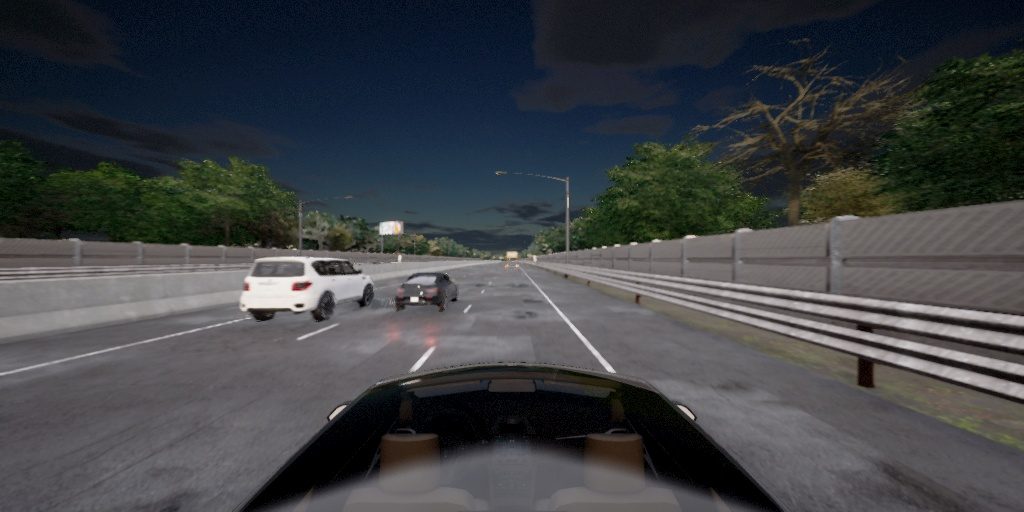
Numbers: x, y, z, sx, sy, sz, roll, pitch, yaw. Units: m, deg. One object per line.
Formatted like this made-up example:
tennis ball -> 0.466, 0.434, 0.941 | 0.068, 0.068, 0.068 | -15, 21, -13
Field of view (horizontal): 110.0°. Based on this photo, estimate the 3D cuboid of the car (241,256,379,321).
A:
car -> -6.896, 1.044, 12.873 | 2.150, 2.045, 5.566 | 0, 0, 0

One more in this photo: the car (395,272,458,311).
car -> -3.395, 1.360, 14.797 | 1.812, 1.442, 4.674 | 0, 0, 0
